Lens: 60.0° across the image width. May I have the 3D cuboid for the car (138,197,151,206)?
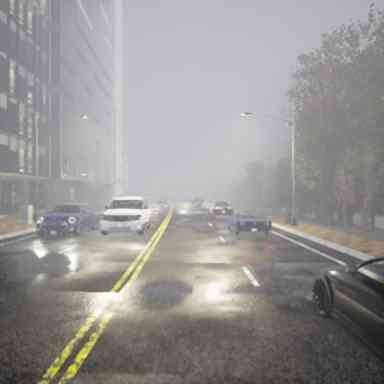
[{"bbox_3d":[-8.572,1.654,60.347,1.837,1.490,4.892,0,0,-3],"label":"car"}]

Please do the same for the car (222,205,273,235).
[{"bbox_3d":[3.114,1.650,19.107,1.895,1.301,4.718,0,0,-1],"label":"car"}]

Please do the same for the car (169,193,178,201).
[{"bbox_3d":[-4.918,1.735,95.050,1.994,1.385,4.181,0,0,-6],"label":"car"}]

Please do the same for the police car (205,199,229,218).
[{"bbox_3d":[2.686,1.585,31.436,2.038,1.542,4.974,0,0,-2],"label":"police car"}]

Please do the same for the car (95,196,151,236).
[{"bbox_3d":[-3.578,1.274,18.950,2.150,2.045,5.566,0,0,-1],"label":"car"}]

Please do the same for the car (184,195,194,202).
[{"bbox_3d":[-0.832,1.674,86.600,2.128,1.511,4.902,0,0,-5],"label":"car"}]

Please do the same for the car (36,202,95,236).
[{"bbox_3d":[-6.824,1.405,18.517,2.097,1.767,4.553,0,0,-1],"label":"car"}]

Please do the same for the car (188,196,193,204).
[{"bbox_3d":[0.959,1.651,64.589,2.163,1.488,4.792,0,0,-4],"label":"car"}]

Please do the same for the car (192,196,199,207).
[{"bbox_3d":[1.664,1.674,53.525,2.033,1.411,5.357,0,0,-3],"label":"car"}]

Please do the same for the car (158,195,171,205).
[{"bbox_3d":[-5.358,1.694,61.410,2.033,1.411,5.357,0,0,-3],"label":"car"}]

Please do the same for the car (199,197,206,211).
[{"bbox_3d":[2.239,1.630,42.484,1.812,1.442,4.674,0,0,-3],"label":"car"}]

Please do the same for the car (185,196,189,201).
[{"bbox_3d":[0.128,1.713,75.585,2.033,1.411,5.357,0,0,-5],"label":"car"}]

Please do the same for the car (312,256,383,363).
[{"bbox_3d":[3.315,1.575,4.752,1.994,1.385,4.181,0,0,-1],"label":"car"}]
